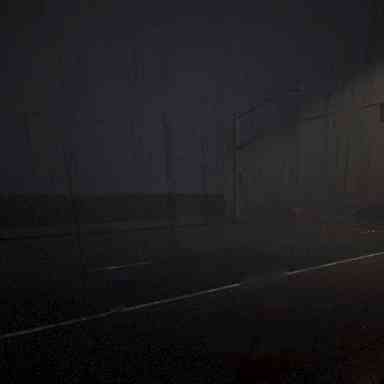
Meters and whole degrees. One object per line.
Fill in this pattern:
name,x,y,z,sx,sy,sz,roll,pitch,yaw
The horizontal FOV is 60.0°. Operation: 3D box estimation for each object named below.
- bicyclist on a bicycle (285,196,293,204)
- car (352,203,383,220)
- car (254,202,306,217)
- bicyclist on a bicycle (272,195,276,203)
bicyclist on a bicycle,14.422,1.453,49.513,1.656,1.620,0.582,0,0,-23
car,15.709,1.547,26.385,2.033,1.411,5.357,0,0,-39
car,7.997,1.601,30.867,1.895,1.301,4.718,0,0,-36
bicyclist on a bicycle,13.420,1.300,54.421,0.582,1.620,1.656,0,0,21
